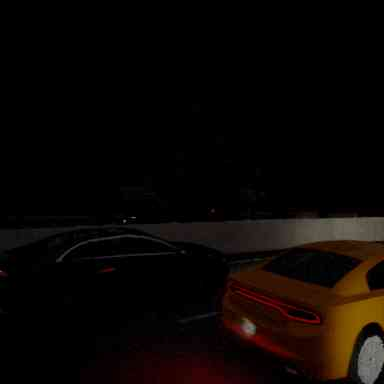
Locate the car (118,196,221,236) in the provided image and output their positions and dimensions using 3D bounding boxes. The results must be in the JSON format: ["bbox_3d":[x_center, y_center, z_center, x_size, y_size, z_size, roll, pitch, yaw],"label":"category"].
[{"bbox_3d":[-1.248,1.283,19.462,5.566,2.045,2.150,1,0,-29],"label":"car"}]

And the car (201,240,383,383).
[{"bbox_3d":[2.798,1.541,5.392,5.008,1.535,1.882,1,0,-32],"label":"car"}]

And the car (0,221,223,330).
[{"bbox_3d":[-1.415,1.497,6.860,4.902,1.511,2.128,1,0,-34],"label":"car"}]
